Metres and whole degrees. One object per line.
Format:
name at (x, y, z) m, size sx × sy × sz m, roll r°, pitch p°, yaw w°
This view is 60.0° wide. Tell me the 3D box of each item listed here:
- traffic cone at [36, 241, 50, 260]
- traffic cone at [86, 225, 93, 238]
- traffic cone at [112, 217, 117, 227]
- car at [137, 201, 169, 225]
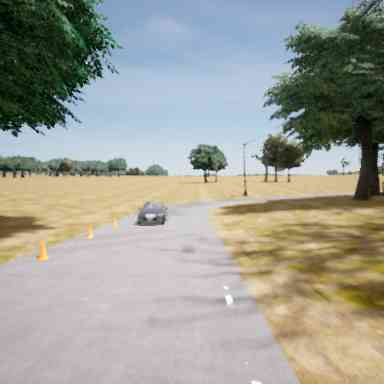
traffic cone at (-4.911, 1.908, 10.986) m, size 0.340 × 0.580 × 0.340 m, roll 0°, pitch 0°, yaw 0°
traffic cone at (-4.891, 1.890, 15.987) m, size 0.340 × 0.580 × 0.340 m, roll 0°, pitch 0°, yaw 0°
traffic cone at (-4.870, 1.869, 20.985) m, size 0.340 × 0.580 × 0.340 m, roll 0°, pitch 0°, yaw 0°
car at (-2.644, 1.393, 23.348) m, size 2.128 × 1.511 × 4.902 m, roll 0°, pitch 0°, yaw 0°
